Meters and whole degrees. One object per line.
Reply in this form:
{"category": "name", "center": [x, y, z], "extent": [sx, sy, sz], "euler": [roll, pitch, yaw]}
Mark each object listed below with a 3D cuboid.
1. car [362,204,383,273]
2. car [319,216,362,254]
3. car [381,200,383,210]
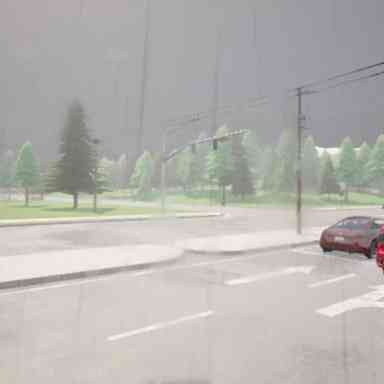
{"category": "car", "center": [7.108, 1.291, 8.870], "extent": [5.566, 2.045, 2.150], "euler": [0, 0, -36]}
{"category": "car", "center": [6.877, 1.649, 13.054], "extent": [4.181, 1.385, 1.994], "euler": [0, 0, -36]}
{"category": "car", "center": [30.603, 1.873, 50.141], "extent": [4.674, 1.442, 1.812], "euler": [0, 0, -36]}
